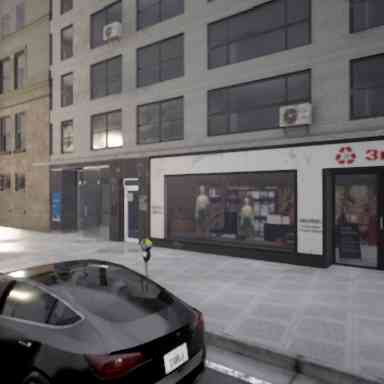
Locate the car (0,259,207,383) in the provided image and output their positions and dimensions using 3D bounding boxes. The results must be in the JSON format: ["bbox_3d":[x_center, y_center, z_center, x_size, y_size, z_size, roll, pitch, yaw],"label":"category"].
[{"bbox_3d":[-1.833,1.563,4.282,4.313,1.339,1.947,0,0,36],"label":"car"}]
